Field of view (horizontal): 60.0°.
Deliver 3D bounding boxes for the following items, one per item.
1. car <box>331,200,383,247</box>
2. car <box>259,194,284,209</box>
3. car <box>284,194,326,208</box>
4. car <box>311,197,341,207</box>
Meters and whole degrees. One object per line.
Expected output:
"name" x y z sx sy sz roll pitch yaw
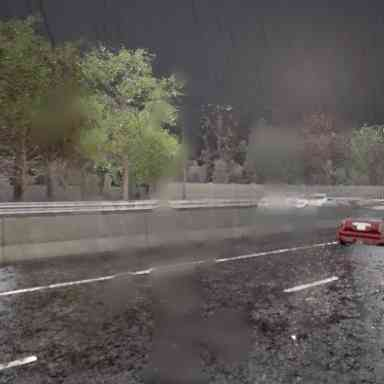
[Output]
"car" 8.164 1.375 13.869 4.553 1.767 2.097 0 0 -35
"car" 10.840 1.281 41.611 5.566 2.045 2.150 0 0 -37
"car" 13.968 1.283 39.732 5.566 2.045 2.150 0 0 -35
"car" 15.579 1.587 36.583 4.674 1.442 1.812 0 0 -35
